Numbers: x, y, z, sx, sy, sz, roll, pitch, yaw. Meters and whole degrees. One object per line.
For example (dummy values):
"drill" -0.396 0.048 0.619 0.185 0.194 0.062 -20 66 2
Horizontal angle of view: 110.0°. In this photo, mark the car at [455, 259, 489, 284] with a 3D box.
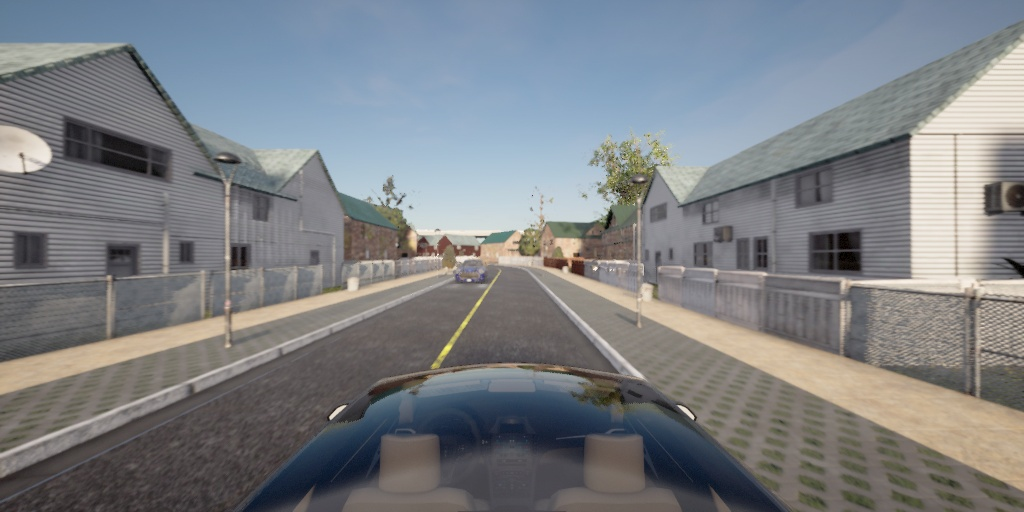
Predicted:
"car" -2.858 1.022 26.179 2.097 1.767 4.553 0 0 0
